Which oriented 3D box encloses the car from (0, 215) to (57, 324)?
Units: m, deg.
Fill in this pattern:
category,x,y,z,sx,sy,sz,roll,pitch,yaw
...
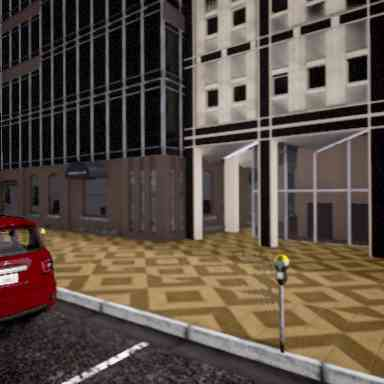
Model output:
category,x,y,z,sx,sy,sz,roll,pitch,yaw
car,-4.555,1.334,6.130,5.009,1.841,2.192,0,0,36
